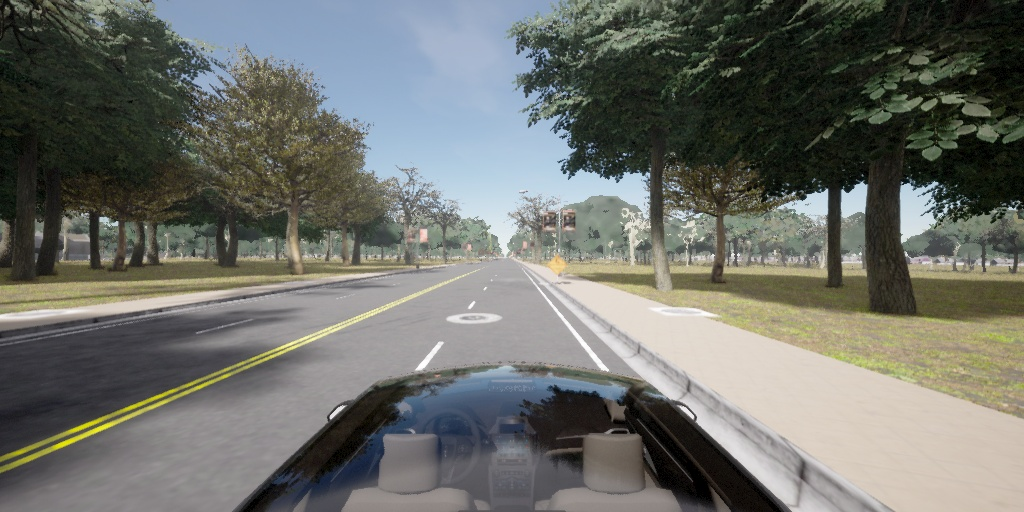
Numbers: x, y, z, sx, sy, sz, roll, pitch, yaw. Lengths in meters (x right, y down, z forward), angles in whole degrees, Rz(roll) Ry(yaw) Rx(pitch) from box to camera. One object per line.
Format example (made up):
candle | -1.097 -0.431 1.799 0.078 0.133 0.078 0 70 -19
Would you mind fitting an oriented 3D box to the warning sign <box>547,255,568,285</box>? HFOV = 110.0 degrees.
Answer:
warning sign | 2.850 0.848 22.500 1.300 1.860 1.060 0 0 0
